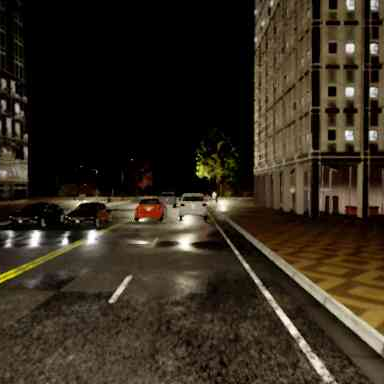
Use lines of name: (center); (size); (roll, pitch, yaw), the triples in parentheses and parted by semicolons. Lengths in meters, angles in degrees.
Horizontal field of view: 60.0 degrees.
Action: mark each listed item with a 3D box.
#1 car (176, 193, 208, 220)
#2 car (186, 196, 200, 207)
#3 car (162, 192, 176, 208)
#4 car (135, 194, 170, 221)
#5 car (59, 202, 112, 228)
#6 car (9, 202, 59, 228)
car: (0.103, 1.123, 26.791); (2.150, 2.045, 5.566); (0, 0, 0)
car: (0.105, 1.369, 48.680); (1.994, 1.385, 4.181); (0, 0, 0)
car: (-3.146, 1.044, 44.822); (2.150, 2.045, 5.566); (0, 0, 0)
car: (-3.144, 1.256, 26.200); (2.097, 1.767, 4.553); (0, 0, 0)
car: (-6.515, 1.428, 21.374); (1.837, 1.490, 4.892); (0, 0, 1)
car: (-9.765, 1.428, 21.376); (1.837, 1.490, 4.892); (0, 0, 0)
